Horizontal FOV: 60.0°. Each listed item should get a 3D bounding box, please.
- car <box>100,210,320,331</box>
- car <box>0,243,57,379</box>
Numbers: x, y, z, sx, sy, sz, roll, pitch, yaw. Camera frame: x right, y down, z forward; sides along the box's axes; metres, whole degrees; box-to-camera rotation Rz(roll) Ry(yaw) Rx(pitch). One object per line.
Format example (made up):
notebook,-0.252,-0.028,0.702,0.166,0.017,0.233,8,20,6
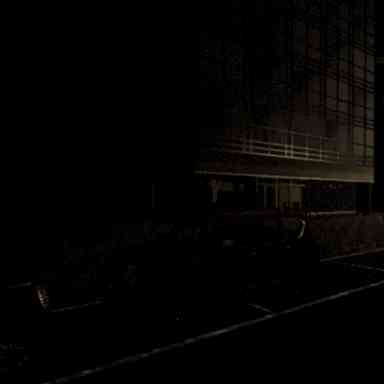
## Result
car,0.678,1.358,7.133,5.009,1.841,2.192,1,0,-36
car,-3.888,1.431,3.874,4.097,1.590,1.967,1,0,-36
